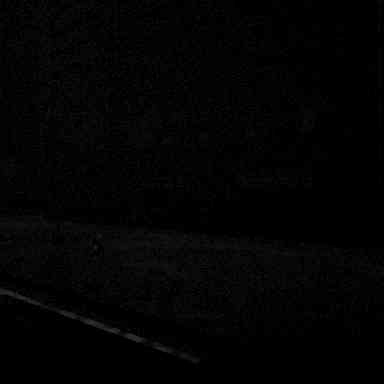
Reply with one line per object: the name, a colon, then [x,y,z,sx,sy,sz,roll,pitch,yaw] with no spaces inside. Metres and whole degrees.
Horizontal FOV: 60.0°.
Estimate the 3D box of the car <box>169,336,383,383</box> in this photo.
car: [1.653,1.566,1.787,4.313,1.339,1.947,0,0,36]
